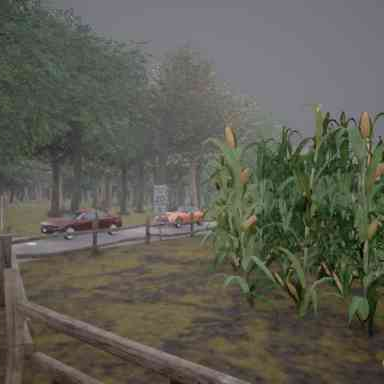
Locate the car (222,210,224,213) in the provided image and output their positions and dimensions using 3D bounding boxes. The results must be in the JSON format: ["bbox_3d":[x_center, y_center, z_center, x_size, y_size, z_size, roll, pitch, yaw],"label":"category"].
[{"bbox_3d":[4.456,2.252,34.769,1.882,1.535,5.008,0,-1,36],"label":"car"}]

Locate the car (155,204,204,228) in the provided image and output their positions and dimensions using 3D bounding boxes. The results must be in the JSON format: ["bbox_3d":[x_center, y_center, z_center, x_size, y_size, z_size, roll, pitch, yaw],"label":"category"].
[{"bbox_3d":[-0.968,1.905,27.192,2.097,1.767,4.553,0,-1,36],"label":"car"}]

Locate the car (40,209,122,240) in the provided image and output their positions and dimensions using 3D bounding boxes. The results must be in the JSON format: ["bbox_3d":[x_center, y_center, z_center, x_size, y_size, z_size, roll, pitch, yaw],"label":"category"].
[{"bbox_3d":[-6.349,1.810,19.573,1.882,1.535,5.008,0,-1,34],"label":"car"}]
